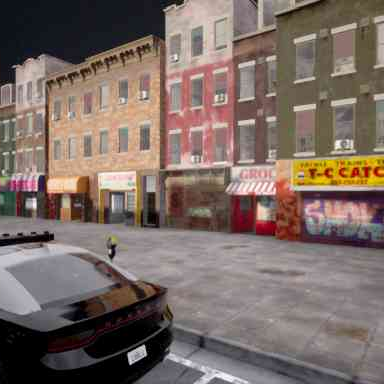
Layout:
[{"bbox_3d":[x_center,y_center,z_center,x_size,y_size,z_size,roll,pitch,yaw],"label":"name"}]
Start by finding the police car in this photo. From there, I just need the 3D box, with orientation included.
[{"bbox_3d":[-2.655,1.425,4.839,5.238,1.638,1.930,0,0,35],"label":"police car"}]
